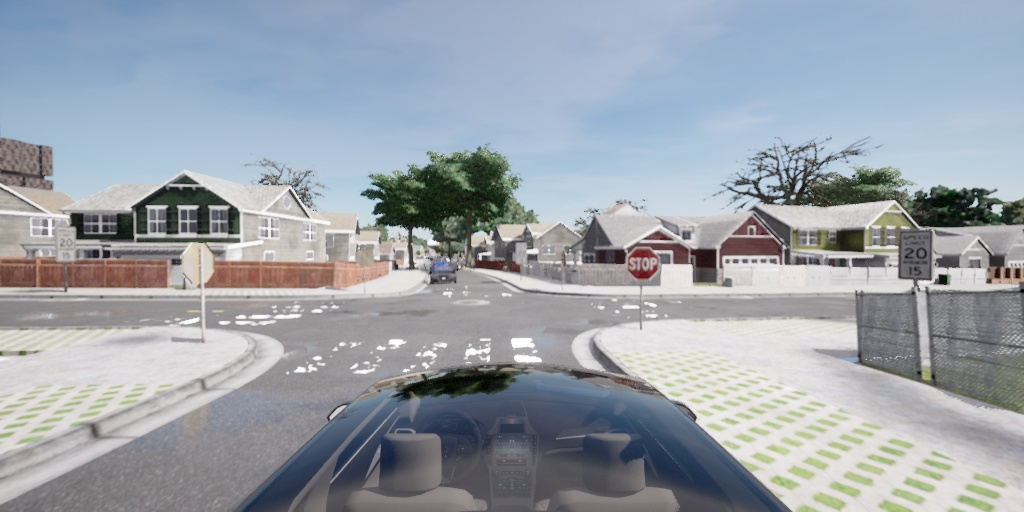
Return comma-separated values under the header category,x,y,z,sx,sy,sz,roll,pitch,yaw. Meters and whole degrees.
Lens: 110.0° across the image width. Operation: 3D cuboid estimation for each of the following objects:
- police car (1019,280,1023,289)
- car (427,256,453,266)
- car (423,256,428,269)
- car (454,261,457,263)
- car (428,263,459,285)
category,x,y,z,sx,sy,sz,roll,pitch,yaw
police car,35.303,1.773,23.118,4.974,1.542,2.038,1,1,-16
car,-9.087,1.226,44.963,2.150,2.045,5.566,0,0,-16
car,-13.660,0.973,60.188,2.150,2.045,5.566,0,0,-17
car,-9.558,1.544,56.253,2.128,1.511,4.902,0,0,-18
car,-5.346,1.473,28.233,1.994,1.385,4.181,0,0,-10
